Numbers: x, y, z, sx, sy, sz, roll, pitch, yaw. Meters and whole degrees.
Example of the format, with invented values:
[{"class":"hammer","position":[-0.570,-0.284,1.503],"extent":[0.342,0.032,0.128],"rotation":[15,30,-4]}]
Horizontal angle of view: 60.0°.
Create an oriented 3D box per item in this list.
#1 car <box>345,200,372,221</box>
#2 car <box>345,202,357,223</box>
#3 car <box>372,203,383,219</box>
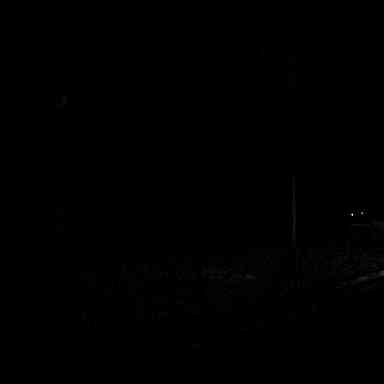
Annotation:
[{"class":"car","position":[10.845,1.209,26.575],"extent":[2.150,2.045,5.566],"rotation":[0,0,-35]},{"class":"car","position":[9.307,1.540,24.354],"extent":[1.947,1.339,4.313],"rotation":[0,0,-35]},{"class":"car","position":[15.844,1.581,29.012],"extent":[1.947,1.339,4.313],"rotation":[0,0,-35]}]
